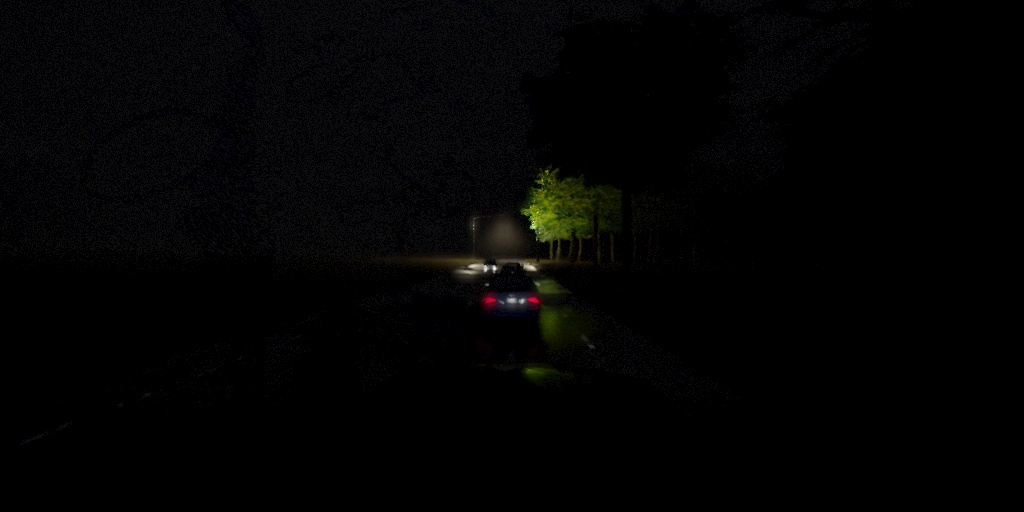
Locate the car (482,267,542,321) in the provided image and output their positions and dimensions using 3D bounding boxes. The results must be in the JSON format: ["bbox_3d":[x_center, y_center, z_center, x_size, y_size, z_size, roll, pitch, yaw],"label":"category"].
[{"bbox_3d":[0.026,1.288,12.442,2.033,1.411,5.357,0,0,1],"label":"car"}]

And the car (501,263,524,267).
[{"bbox_3d":[0.058,1.231,29.892,1.994,1.385,4.181,0,0,1],"label":"car"}]

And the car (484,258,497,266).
[{"bbox_3d":[-3.540,0.956,58.932,1.895,1.301,4.718,0,1,1],"label":"car"}]
